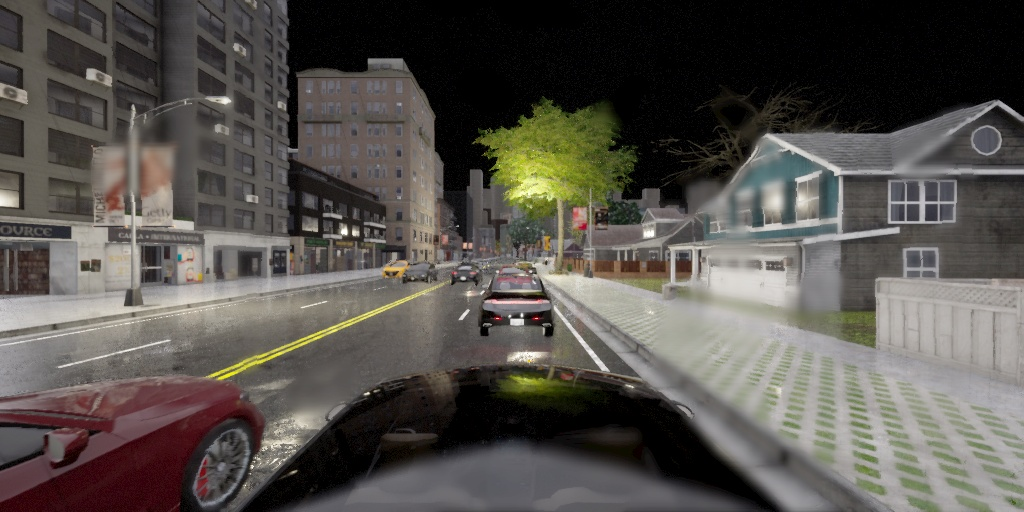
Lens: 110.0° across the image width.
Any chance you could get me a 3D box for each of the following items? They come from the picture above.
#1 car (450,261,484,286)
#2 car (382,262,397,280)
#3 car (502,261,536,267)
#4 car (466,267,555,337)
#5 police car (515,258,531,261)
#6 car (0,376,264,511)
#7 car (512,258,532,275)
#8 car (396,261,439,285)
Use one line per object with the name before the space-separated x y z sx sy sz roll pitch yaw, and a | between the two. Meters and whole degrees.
car | -3.125 1.261 25.337 1.812 1.442 4.674 0 0 0
car | -9.819 1.205 31.596 1.882 1.535 5.008 0 0 0
car | 0.119 1.219 19.828 1.882 1.535 5.008 0 0 0
car | 0.112 1.239 10.324 2.128 1.511 4.902 0 0 0
police car | 1.004 1.156 29.557 1.930 1.638 5.238 0 0 0
car | -3.150 1.276 1.269 1.812 1.442 4.674 0 0 0
car | 1.014 1.069 39.417 2.097 1.767 4.553 0 0 0
car | -6.574 1.239 26.183 1.837 1.490 4.892 0 0 0
